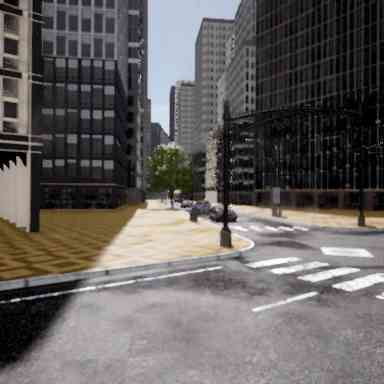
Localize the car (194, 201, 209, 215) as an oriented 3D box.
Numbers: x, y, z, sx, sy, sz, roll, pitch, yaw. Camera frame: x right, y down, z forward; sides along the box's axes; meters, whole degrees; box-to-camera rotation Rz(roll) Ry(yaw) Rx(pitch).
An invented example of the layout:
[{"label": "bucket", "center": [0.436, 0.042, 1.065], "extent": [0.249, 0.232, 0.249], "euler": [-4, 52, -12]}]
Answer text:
[{"label": "car", "center": [1.469, 1.856, 41.430], "extent": [2.097, 1.767, 4.553], "euler": [0, -1, -7]}]

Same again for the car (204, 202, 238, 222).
[{"label": "car", "center": [2.767, 1.924, 30.910], "extent": [2.033, 1.411, 5.357], "euler": [0, -1, -7]}]

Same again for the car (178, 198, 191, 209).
[{"label": "car", "center": [-1.000, 2.313, 61.884], "extent": [2.033, 1.411, 5.357], "euler": [0, -1, -7]}]
